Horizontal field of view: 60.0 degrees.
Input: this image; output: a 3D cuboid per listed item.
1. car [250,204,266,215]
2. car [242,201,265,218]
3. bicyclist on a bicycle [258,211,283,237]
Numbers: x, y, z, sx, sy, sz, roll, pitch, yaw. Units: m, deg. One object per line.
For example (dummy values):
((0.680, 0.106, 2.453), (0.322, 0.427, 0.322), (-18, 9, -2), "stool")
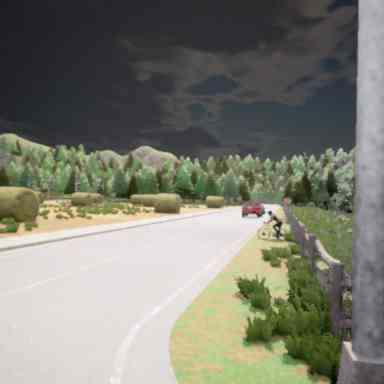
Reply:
((10.420, 2.685, 52.276), (2.128, 1.511, 4.902), (1, -1, 16), "car")
((7.691, 2.168, 42.439), (2.150, 2.045, 5.566), (1, -1, 16), "car")
((4.482, 1.886, 18.398), (1.656, 1.620, 0.582), (1, -1, 16), "bicyclist on a bicycle")
